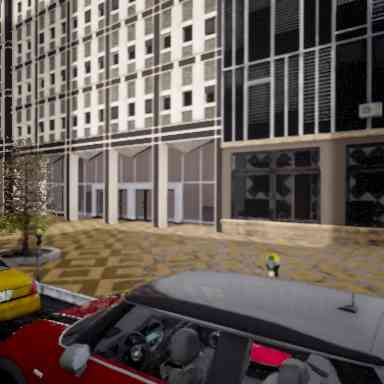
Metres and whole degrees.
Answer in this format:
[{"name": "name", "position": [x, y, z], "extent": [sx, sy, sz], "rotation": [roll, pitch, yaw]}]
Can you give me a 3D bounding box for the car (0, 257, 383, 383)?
[{"name": "car", "position": [-0.028, 1.447, 2.885], "extent": [4.097, 1.590, 1.967], "rotation": [0, 0, 36]}]
